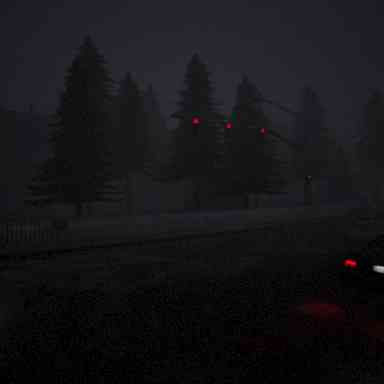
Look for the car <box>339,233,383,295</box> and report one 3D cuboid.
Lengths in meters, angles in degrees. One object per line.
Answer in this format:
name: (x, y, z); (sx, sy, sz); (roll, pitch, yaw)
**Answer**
car: (5.598, 1.485, 7.727); (5.357, 1.411, 2.033); (-1, 0, -35)
